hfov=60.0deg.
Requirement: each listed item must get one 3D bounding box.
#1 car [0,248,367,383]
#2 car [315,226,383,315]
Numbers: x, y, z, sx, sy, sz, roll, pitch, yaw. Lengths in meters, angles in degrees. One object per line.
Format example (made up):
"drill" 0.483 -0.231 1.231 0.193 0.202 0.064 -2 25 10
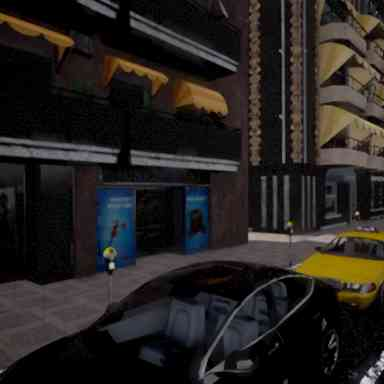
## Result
"car" 0.160 1.563 3.628 1.947 1.339 4.313 0 0 43
"car" 3.920 1.500 7.614 1.752 1.417 4.829 0 0 43
